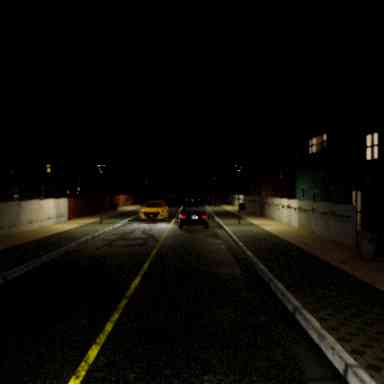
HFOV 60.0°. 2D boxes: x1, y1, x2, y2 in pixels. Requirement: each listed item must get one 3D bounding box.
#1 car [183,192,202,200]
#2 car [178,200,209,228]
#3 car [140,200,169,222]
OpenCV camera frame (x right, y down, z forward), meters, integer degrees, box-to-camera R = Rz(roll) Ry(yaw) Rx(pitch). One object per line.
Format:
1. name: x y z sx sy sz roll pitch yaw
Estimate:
1. car: 0.091 1.084 41.250 2.150 2.045 5.566 0 0 0
2. car: 0.092 1.478 21.340 2.033 1.411 5.357 0 0 0
3. car: -2.856 1.393 25.913 1.882 1.535 5.008 0 0 0
